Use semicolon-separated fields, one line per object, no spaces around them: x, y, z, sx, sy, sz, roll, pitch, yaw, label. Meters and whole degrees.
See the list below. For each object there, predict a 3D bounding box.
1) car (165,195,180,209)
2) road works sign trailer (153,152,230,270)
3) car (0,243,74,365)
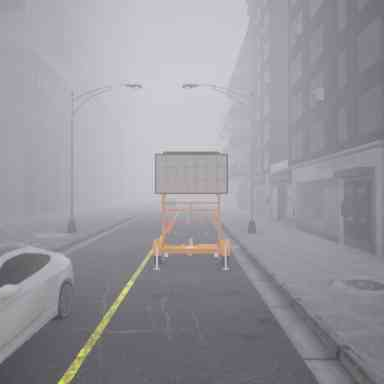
-3.170;1.599;47.356;2.033;1.411;5.357;0;0;0;car
-0.019;0.467;11.038;2.380;3.560;2.880;0;0;0;road works sign trailer
-3.109;1.527;4.582;1.812;1.442;4.674;0;0;0;car
